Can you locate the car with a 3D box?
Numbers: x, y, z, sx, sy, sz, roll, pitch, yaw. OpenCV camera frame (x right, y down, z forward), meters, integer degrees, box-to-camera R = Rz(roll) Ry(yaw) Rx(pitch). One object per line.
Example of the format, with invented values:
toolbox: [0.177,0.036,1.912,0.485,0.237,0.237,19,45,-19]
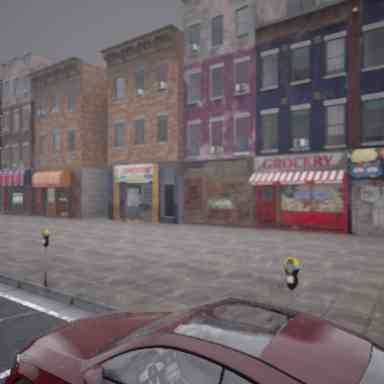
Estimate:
car: [0.185,1.582,2.677,4.206,1.307,1.802,0,0,36]
